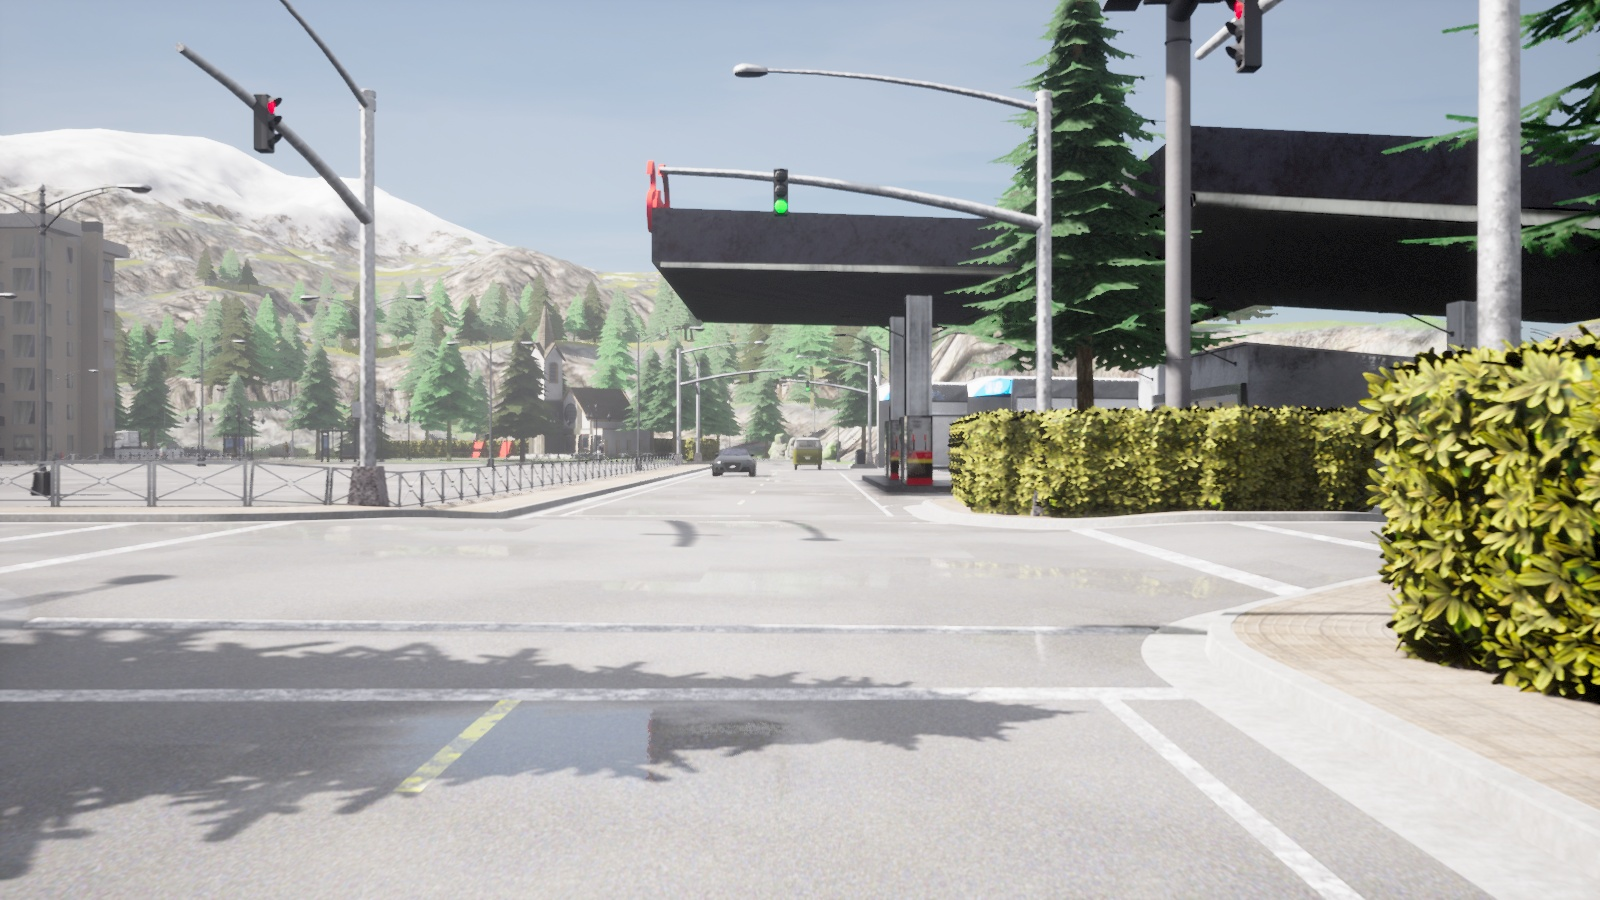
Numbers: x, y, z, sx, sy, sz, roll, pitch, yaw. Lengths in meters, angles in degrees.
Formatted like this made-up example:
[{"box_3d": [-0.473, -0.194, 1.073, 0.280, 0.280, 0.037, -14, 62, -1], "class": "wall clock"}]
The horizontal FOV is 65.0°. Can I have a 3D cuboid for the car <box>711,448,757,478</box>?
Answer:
[{"box_3d": [-3.127, 0.585, 60.295, 1.994, 1.385, 4.181, 0, 0, 0], "class": "car"}]

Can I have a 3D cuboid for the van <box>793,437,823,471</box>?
[{"box_3d": [0.475, 0.216, 77.259, 1.775, 1.987, 4.442, 0, 0, 0], "class": "van"}]
